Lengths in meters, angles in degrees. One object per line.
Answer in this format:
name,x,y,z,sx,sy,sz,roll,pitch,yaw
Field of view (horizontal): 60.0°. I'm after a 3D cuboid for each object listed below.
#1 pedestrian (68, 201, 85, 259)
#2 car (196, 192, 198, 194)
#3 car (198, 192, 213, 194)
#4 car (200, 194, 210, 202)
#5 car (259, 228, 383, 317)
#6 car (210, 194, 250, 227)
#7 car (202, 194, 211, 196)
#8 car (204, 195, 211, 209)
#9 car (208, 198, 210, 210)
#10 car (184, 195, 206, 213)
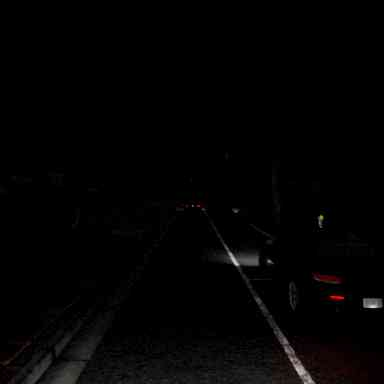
pedestrian,-3.516,1.127,10.226,0.375,1.860,0.375,2,-1,0
car,2.650,0.895,89.157,1.967,1.590,4.097,2,0,0
car,2.661,1.001,55.835,2.192,1.841,5.009,2,0,0
car,2.650,1.179,66.944,1.802,1.307,4.206,2,0,0
car,2.749,1.517,7.360,1.812,1.442,4.674,0,0,0
car,2.663,1.254,22.503,2.192,1.841,5.009,2,0,0
car,2.655,1.349,44.730,1.947,1.339,4.313,2,1,0
car,2.656,1.396,39.174,1.947,1.339,4.313,2,1,0
car,2.657,1.454,28.062,1.887,1.381,4.507,2,0,0
car,0.078,1.407,35.481,2.033,1.411,5.357,0,0,0
